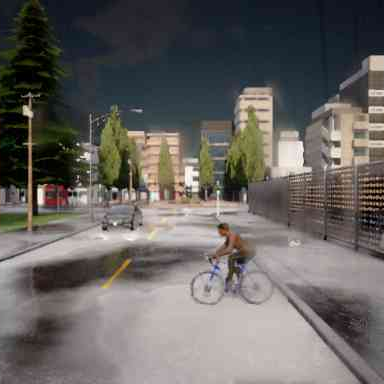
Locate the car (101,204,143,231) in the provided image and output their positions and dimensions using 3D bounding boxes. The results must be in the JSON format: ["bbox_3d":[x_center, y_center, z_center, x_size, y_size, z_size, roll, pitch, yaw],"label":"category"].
[{"bbox_3d":[-4.162,1.499,20.469,1.837,1.490,4.892,0,0,0],"label":"car"}]

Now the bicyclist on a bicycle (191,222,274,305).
[{"bbox_3d":[0.788,1.423,6.543,1.656,1.620,0.582,-1,0,0],"label":"bicyclist on a bicycle"}]
